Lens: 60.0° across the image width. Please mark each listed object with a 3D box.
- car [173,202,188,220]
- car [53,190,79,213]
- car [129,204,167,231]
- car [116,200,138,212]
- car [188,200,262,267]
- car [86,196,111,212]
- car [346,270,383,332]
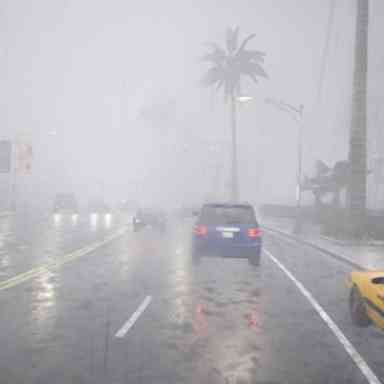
[{"bbox_3d":[-0.498,1.656,29.689,1.837,1.490,4.892,2,0,-12],"label":"car"},{"bbox_3d":[-12.980,1.019,34.090,2.150,2.045,5.566,2,-1,-24],"label":"car"},{"bbox_3d":[-2.533,1.640,20.686,1.895,1.301,4.718,2,0,-4],"label":"car"},{"bbox_3d":[-7.384,1.555,38.512,1.994,1.385,4.181,2,0,-26],"label":"car"},{"bbox_3d":[1.149,1.326,12.187,2.150,2.045,5.566,2,0,3],"label":"car"},{"bbox_3d":[-10.272,1.494,36.544,1.895,1.301,4.718,2,0,-25],"label":"car"},{"bbox_3d":[3.582,1.589,4.260,1.801,1.575,5.366,2,0,8],"label":"car"}]
